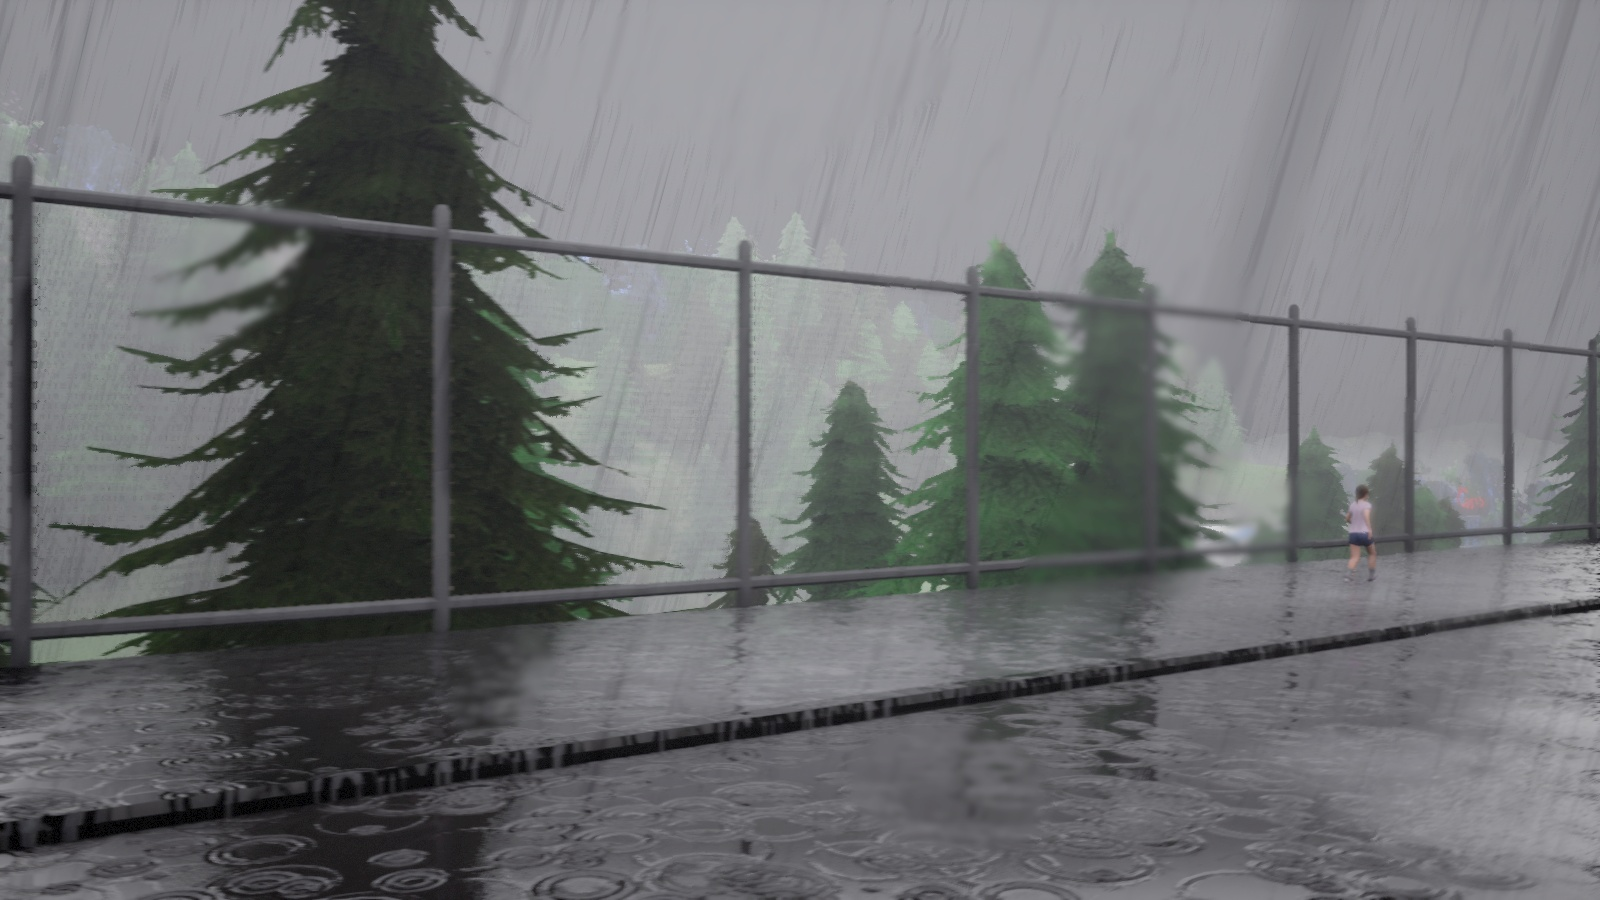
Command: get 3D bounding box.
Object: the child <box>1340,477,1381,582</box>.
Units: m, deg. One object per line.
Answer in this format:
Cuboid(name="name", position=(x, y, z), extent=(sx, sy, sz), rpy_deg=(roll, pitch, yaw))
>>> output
Cuboid(name="child", position=(6.080, 0.855, 13.612), extent=(0.394, 1.110, 0.255), rpy_deg=(0, 0, -39))
